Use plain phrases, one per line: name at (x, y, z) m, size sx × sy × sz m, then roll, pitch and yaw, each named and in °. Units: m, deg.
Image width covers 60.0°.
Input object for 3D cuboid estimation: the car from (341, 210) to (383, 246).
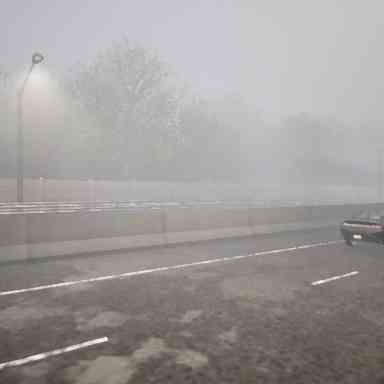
car at (8.269, 1.499, 14.066) m, size 4.902 × 1.511 × 2.128 m, roll 0°, pitch 0°, yaw -35°
